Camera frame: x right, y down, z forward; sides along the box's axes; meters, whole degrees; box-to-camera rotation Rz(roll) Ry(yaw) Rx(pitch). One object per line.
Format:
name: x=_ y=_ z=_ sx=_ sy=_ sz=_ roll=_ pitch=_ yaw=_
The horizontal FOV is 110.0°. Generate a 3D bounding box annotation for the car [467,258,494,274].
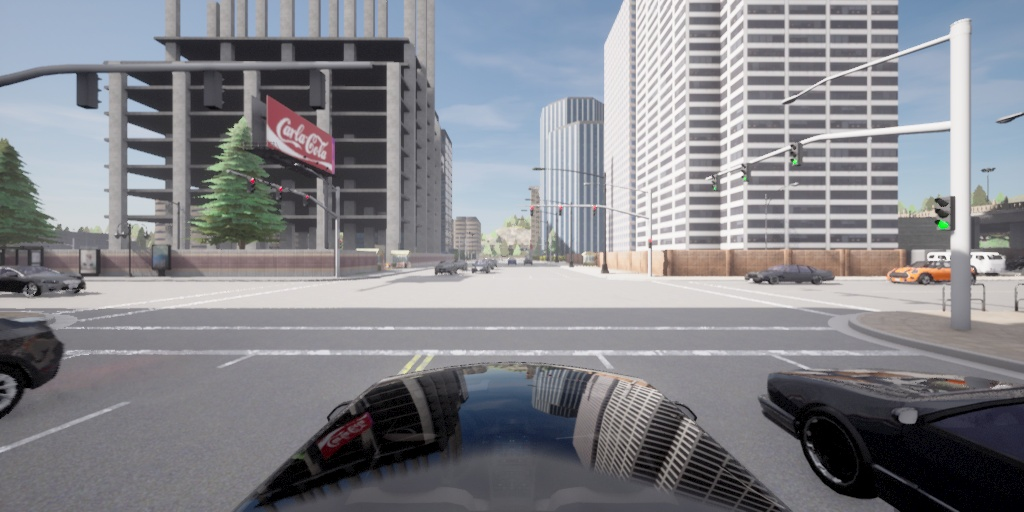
car: x=-3.580 y=1.238 z=41.749 sx=2.128 sy=1.511 sz=4.902 roll=0 pitch=0 yaw=0

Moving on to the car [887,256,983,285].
car: x=29.657 y=1.100 z=25.477 sx=4.553 sy=1.767 sz=2.097 roll=0 pitch=0 yaw=1

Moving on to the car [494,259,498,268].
car: x=-3.573 y=1.237 z=51.816 sx=2.128 sy=1.511 sz=4.902 roll=0 pitch=0 yaw=0

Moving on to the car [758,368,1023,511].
car: x=3.597 y=1.297 z=1.411 sx=2.033 sy=1.411 sz=5.357 roll=0 pitch=0 yaw=0

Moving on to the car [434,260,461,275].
car: x=-7.081 y=1.251 z=38.750 sx=1.837 sy=1.490 sz=4.892 roll=0 pitch=0 yaw=0

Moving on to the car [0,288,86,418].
car: x=-7.099 y=1.254 z=2.832 sx=1.837 sy=1.490 sz=4.892 roll=0 pitch=0 yaw=0

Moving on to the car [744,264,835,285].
car: x=19.648 y=1.295 z=25.457 sx=5.357 sy=1.411 sz=2.033 roll=0 pitch=0 yaw=0

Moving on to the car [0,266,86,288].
car: x=-24.544 y=1.240 z=18.044 sx=4.902 sy=1.511 sz=2.128 roll=0 pitch=0 yaw=0

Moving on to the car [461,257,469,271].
car: x=-7.075 y=1.250 z=48.167 sx=1.837 sy=1.490 sz=4.892 roll=0 pitch=0 yaw=0
